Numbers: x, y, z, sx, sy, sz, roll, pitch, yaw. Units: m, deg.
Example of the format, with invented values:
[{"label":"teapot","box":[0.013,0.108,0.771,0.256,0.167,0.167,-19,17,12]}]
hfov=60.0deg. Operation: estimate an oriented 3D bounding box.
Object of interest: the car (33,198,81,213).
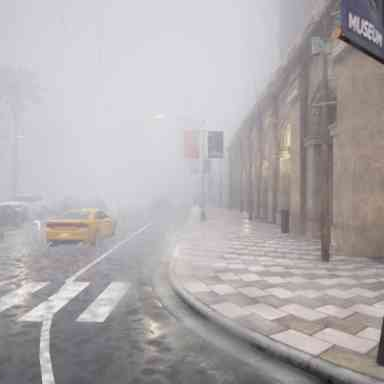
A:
[{"label":"car","box":[-11.700,1.522,29.170,1.812,1.442,4.674,0,0,1]}]

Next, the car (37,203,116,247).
[{"label":"car","box":[-4.812,1.499,15.107,1.882,1.535,5.008,0,0,1]}]

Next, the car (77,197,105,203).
[{"label":"car","box":[-11.469,1.521,39.057,1.812,1.442,4.674,0,0,1]}]

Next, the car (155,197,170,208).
[{"label":"car","box":[-4.184,1.498,47.904,2.128,1.511,4.902,0,0,1]}]

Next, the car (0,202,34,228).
[{"label":"car","box":[-11.857,1.545,19.743,2.033,1.411,5.357,0,0,1]}]

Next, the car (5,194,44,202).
[{"label":"car","box":[-15.188,1.218,29.983,2.150,2.045,5.566,0,0,1]}]
